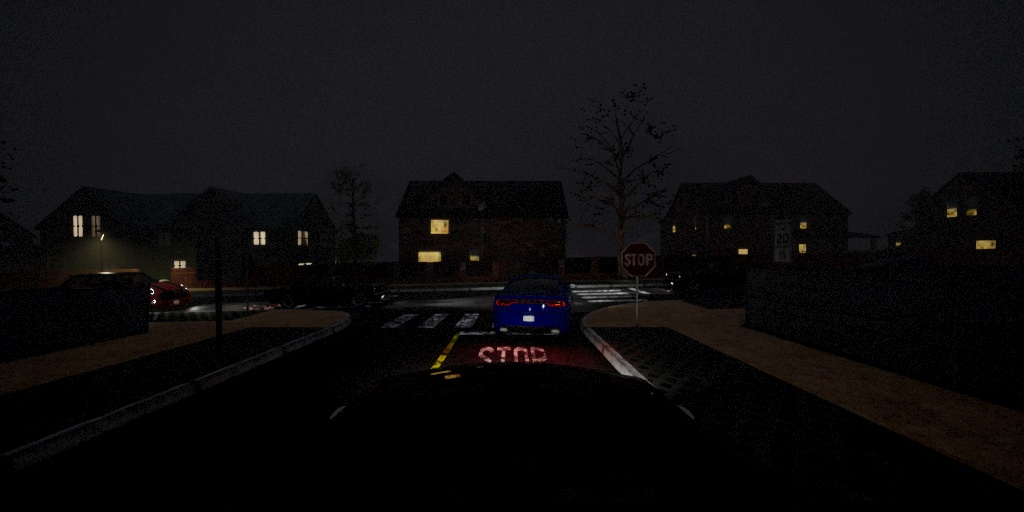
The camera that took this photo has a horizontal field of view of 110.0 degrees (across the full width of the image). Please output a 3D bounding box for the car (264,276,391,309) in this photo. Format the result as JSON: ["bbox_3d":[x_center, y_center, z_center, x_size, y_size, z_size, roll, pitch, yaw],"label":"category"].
[{"bbox_3d":[-7.810,1.506,15.540,4.718,1.301,1.895,-1,1,0],"label":"car"}]

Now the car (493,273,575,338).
[{"bbox_3d":[0.787,1.227,10.331,1.882,1.535,5.008,0,0,10],"label":"car"}]

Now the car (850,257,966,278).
[{"bbox_3d":[20.058,0.754,18.500,5.357,1.411,2.033,-1,1,0],"label":"car"}]

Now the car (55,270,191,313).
[{"bbox_3d":[-16.798,1.472,15.533,4.553,1.767,2.097,-1,1,0],"label":"car"}]

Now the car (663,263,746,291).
[{"bbox_3d":[10.412,1.034,18.465,4.718,1.301,1.895,-1,1,-1],"label":"car"}]
